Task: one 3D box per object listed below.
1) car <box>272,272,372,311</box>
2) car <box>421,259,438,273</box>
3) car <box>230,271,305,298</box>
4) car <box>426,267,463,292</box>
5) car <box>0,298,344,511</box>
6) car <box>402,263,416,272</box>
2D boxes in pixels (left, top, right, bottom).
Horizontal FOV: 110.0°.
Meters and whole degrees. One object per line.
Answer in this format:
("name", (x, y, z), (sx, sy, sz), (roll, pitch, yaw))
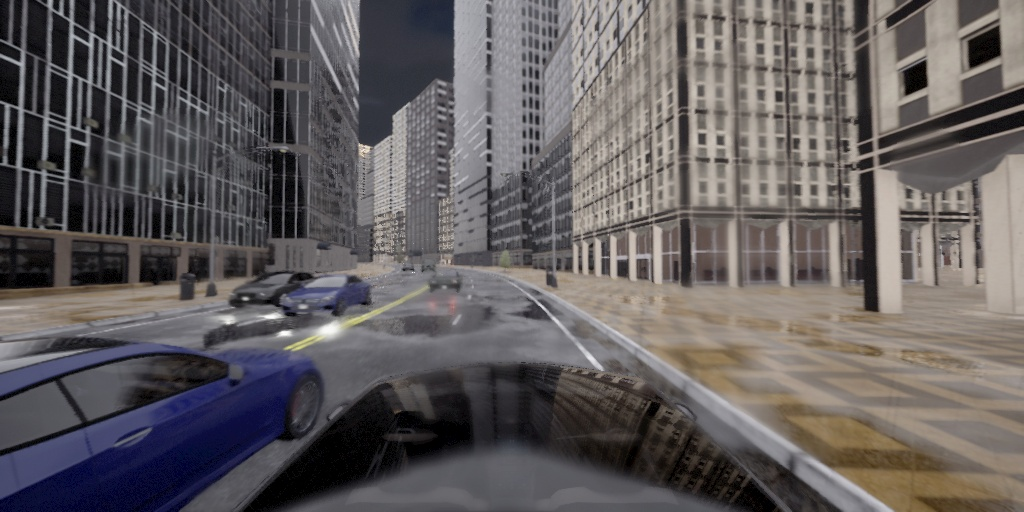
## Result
("car", (-6.965, 1.424, 14.066), (1.812, 1.442, 4.674), (0, -1, -3))
("car", (-12.544, 1.532, 54.397), (2.150, 2.045, 5.566), (0, -1, -12))
("car", (-10.346, 1.431, 16.167), (1.837, 1.490, 4.892), (0, -1, -4))
("car", (-4.165, 1.590, 23.327), (1.895, 1.301, 4.718), (0, -1, -5))
("car", (-3.194, 1.294, 2.475), (1.812, 1.442, 4.674), (0, -1, 0))
("car", (-16.852, 1.854, 58.579), (1.837, 1.490, 4.892), (0, -1, -13))
